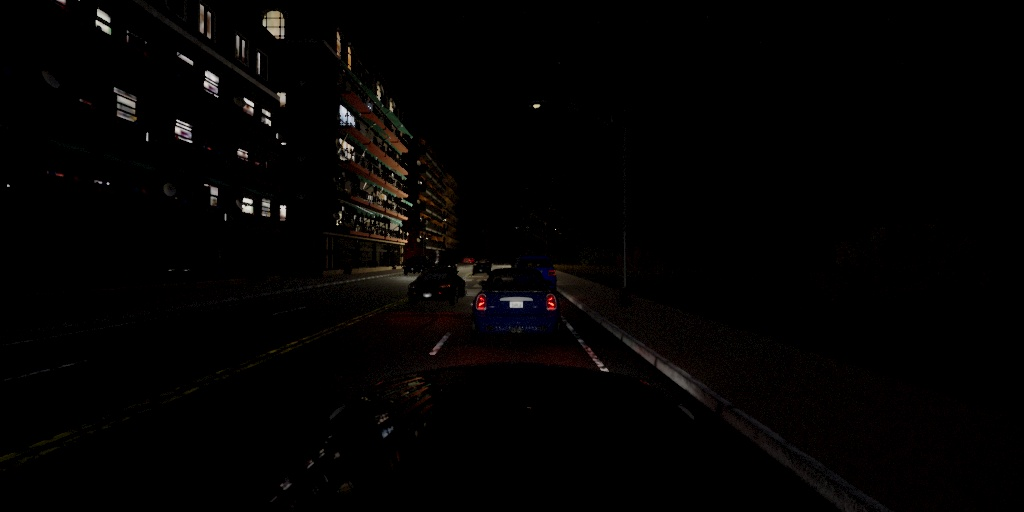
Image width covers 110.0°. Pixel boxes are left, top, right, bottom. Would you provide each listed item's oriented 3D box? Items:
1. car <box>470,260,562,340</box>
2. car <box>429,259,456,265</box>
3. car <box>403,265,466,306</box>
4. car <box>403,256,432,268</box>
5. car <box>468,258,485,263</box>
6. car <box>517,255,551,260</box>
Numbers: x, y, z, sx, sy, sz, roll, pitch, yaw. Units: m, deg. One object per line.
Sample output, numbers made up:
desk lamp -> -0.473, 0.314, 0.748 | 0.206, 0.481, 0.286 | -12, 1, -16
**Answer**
car -> 0.098, 1.103, 10.122 | 2.097, 1.767, 4.553 | 0, 0, 0
car -> -6.599, 1.257, 35.767 | 1.837, 1.490, 4.892 | 0, 0, 0
car -> -3.152, 1.277, 15.643 | 1.812, 1.442, 4.674 | 0, 0, 0
car -> -9.850, 0.973, 38.164 | 2.150, 2.045, 5.566 | 0, 0, 0
car -> -3.147, 1.244, 38.636 | 2.128, 1.511, 4.902 | 0, 0, 0
car -> 1.137, 0.977, 19.697 | 2.150, 2.045, 5.566 | 0, 0, 0
